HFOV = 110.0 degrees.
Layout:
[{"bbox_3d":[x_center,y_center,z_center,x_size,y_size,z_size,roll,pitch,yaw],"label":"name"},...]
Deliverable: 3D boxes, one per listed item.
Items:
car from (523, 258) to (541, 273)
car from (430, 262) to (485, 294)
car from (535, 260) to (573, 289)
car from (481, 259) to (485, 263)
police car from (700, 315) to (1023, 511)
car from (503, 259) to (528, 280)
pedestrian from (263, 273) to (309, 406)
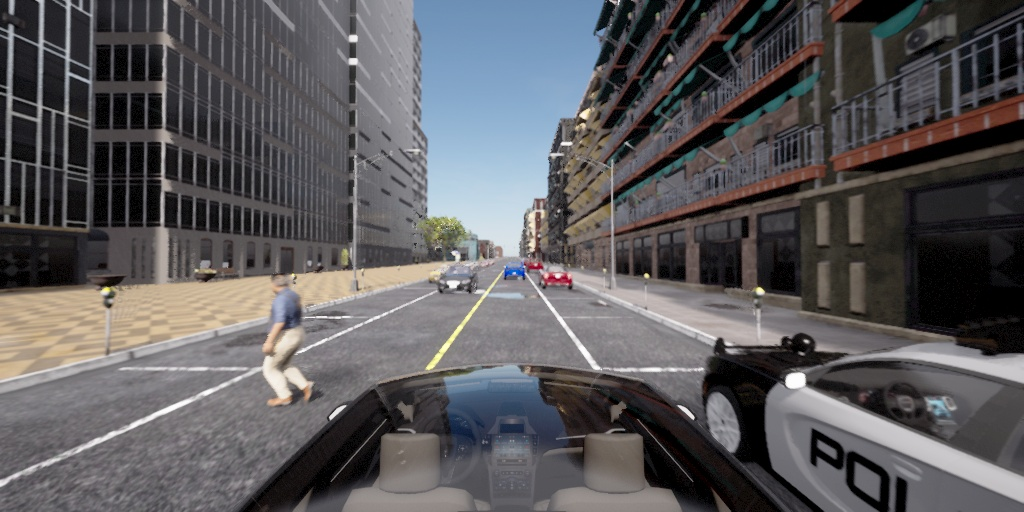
[{"bbox_3d":[2.889,1.207,46.216,2.192,1.841,5.009,0,0,0],"label":"car"},{"bbox_3d":[-3.014,1.308,20.859,2.128,1.511,4.902,0,0,0],"label":"car"},{"bbox_3d":[2.788,1.265,23.631,1.967,1.591,4.097,0,0,0],"label":"car"},{"bbox_3d":[-5.467,1.457,51.870,2.007,1.370,4.403,0,0,0],"label":"car"},{"bbox_3d":[3.002,1.177,2.071,1.930,1.638,5.238,0,0,0],"label":"police car"},{"bbox_3d":[0.237,1.334,33.351,1.882,1.535,5.008,0,0,1],"label":"car"},{"bbox_3d":[-3.049,1.054,4.799,0.375,1.860,0.375,1,-1,-3],"label":"pedestrian"}]
